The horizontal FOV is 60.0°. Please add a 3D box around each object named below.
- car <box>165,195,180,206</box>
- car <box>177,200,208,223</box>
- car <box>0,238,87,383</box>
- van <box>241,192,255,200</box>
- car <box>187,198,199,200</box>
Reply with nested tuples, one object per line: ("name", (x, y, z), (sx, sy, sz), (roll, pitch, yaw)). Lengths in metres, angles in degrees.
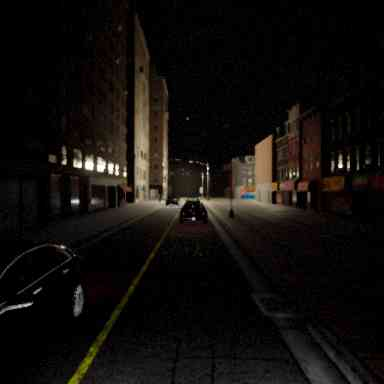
("car", (-2.813, 1.261, 47.667), (1.837, 1.490, 4.892), (0, 0, 0))
("car", (0.109, 1.457, 24.029), (1.895, 1.301, 4.718), (0, 0, 0))
("car", (-2.850, 1.477, 4.330), (1.837, 1.490, 4.892), (0, 0, 0))
("van", (13.769, 0.954, 80.412), (3.998, 1.788, 1.690), (0, 0, 0))
("car", (0.115, 1.381, 41.553), (1.895, 1.301, 4.718), (0, 0, 0))
